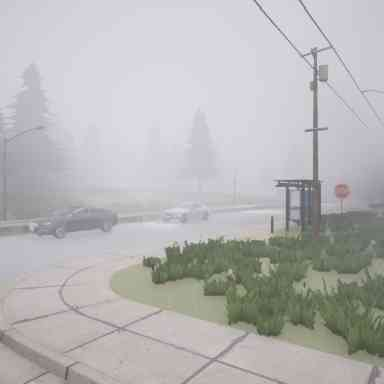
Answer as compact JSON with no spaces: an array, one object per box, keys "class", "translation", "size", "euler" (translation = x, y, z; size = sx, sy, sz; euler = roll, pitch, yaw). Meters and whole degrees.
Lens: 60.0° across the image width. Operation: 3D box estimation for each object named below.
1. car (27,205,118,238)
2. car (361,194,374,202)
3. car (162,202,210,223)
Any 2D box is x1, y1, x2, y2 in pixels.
[{"class":"car","translation":[-6.184,1.492,17.782],"size":[2.128,1.511,4.902],"euler":[0,0,36]},{"class":"car","translation":[40.389,1.355,76.486],"size":[2.097,1.767,4.553],"euler":[0,0,36]},{"class":"car","translation":[-0.340,1.526,25.856],"size":[1.812,1.442,4.674],"euler":[0,0,36]}]
